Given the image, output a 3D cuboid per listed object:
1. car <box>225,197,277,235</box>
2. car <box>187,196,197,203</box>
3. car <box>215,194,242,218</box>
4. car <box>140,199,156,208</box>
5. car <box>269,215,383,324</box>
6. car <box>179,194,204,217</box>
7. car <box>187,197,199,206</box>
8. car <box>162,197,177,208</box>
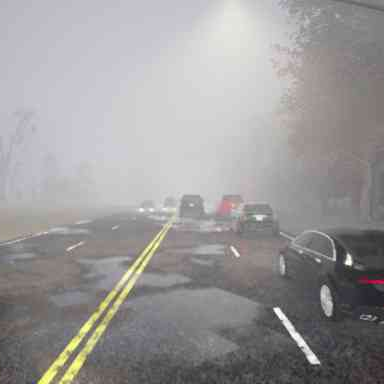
[{"bbox_3d":[3.260,1.336,18.195,2.097,1.767,4.553,0,-1,0],"label":"car"},{"bbox_3d":[0.014,1.591,74.548,2.128,1.511,4.902,0,0,0],"label":"car"},{"bbox_3d":[3.270,1.207,29.256,2.150,2.045,5.566,1,-1,0],"label":"car"},{"bbox_3d":[-6.508,1.640,49.716,1.895,1.301,4.718,0,0,0],"label":"car"},{"bbox_3d":[3.236,1.491,7.215,1.837,1.490,4.892,-1,0,0],"label":"car"},{"bbox_3d":[-0.022,1.241,31.463,2.150,2.045,5.566,0,0,0],"label":"car"},{"bbox_3d":[0.144,1.571,55.880,2.033,1.411,5.357,-1,-1,0],"label":"car"},{"bbox_3d":[-3.271,1.493,49.607,1.837,1.490,4.892,-3,2,1],"label":"car"}]
